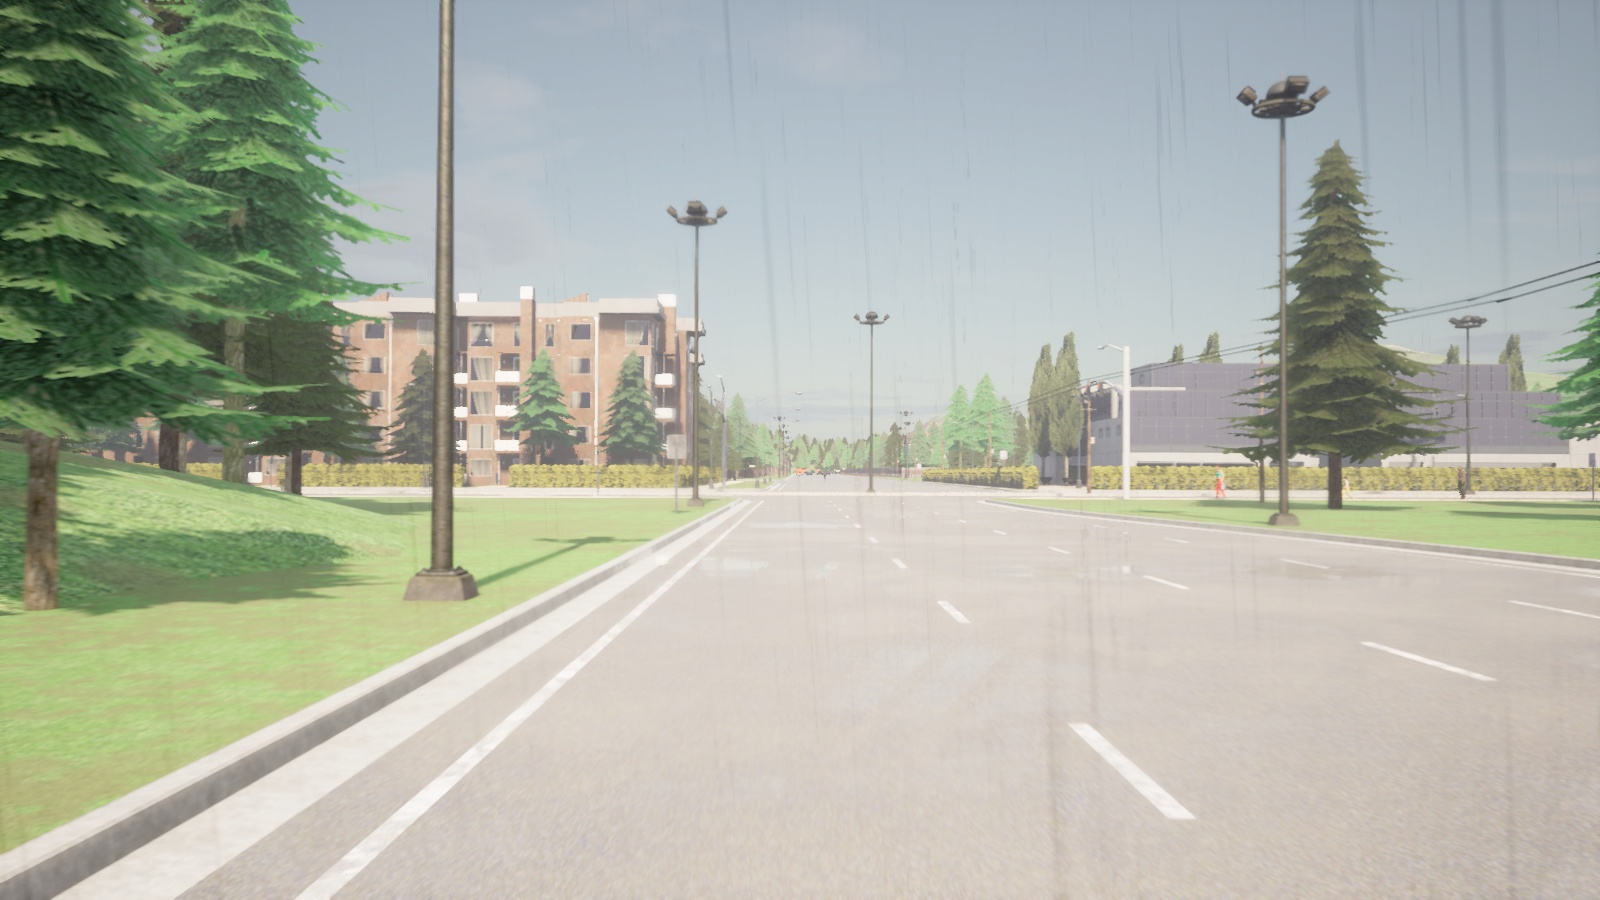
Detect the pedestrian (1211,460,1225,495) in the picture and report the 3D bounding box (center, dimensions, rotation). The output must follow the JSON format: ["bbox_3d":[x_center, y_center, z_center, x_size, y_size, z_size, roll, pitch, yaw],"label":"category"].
[{"bbox_3d":[22.116,1.476,66.415,0.594,1.836,0.345,0,-1,1],"label":"pedestrian"}]

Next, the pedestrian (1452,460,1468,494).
[{"bbox_3d":[35.209,1.433,67.003,0.634,1.846,0.331,0,-1,-1],"label":"pedestrian"}]
